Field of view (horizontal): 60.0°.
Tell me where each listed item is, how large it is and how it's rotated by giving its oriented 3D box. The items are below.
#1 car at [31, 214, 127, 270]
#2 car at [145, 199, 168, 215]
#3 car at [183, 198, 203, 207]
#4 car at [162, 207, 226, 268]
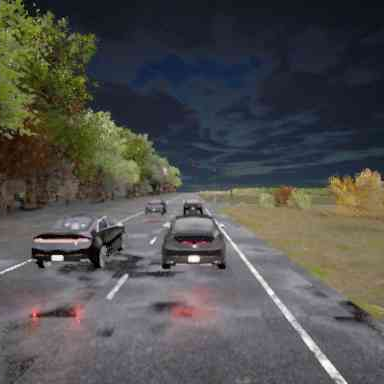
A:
[{"bbox_3d":[-3.435,1.468,10.950,2.128,1.511,4.902,0,0,0],"label":"car"},{"bbox_3d":[-3.413,1.410,32.405,2.128,1.511,4.902,0,0,0],"label":"car"},{"bbox_3d":[0.086,1.393,33.821,1.882,1.535,5.008,0,0,0],"label":"car"},{"bbox_3d":[0.065,1.481,11.150,1.837,1.490,4.892,0,1,0],"label":"car"}]
